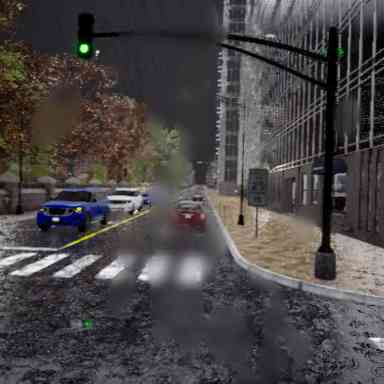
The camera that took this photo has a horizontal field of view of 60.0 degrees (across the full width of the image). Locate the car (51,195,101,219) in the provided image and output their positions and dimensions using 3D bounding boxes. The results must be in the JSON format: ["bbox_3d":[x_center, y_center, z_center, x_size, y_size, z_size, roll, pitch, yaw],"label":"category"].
[{"bbox_3d":[-8.279,0.999,24.164,1.887,1.381,4.507,2,1,2],"label":"car"}]

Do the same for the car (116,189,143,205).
[{"bbox_3d":[-7.668,0.567,41.198,2.192,1.841,5.009,2,1,2],"label":"car"}]

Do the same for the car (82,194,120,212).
[{"bbox_3d":[-8.078,0.938,29.843,2.008,1.369,4.403,2,1,2],"label":"car"}]

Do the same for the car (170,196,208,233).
[{"bbox_3d":[-0.104,1.204,18.195,1.967,1.590,4.097,2,1,2],"label":"car"}]

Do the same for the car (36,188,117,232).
[{"bbox_3d":[-5.918,0.830,17.458,2.150,2.045,5.566,2,1,2],"label":"car"}]

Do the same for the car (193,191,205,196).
[{"bbox_3d":[0.897,0.991,46.582,1.947,1.339,4.313,2,1,2],"label":"car"}]

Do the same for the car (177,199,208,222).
[{"bbox_3d":[0.093,1.263,23.874,1.947,1.339,4.313,2,1,2],"label":"car"}]

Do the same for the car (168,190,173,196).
[{"bbox_3d":[-6.267,0.310,80.956,1.802,1.307,4.206,2,1,2],"label":"car"}]

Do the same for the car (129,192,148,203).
[{"bbox_3d":[-7.476,0.764,46.880,1.802,1.307,4.206,2,1,2],"label":"car"}]

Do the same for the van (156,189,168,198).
[{"bbox_3d":[-6.662,0.227,69.595,1.690,1.788,3.998,2,1,2],"label":"van"}]

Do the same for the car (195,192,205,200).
[{"bbox_3d":[1.508,0.728,63.786,1.752,1.417,4.829,2,1,2],"label":"car"}]

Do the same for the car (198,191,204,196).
[{"bbox_3d":[2.507,0.392,92.004,1.802,1.307,4.206,2,1,2],"label":"car"}]

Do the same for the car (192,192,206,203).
[{"bbox_3d":[1.102,0.793,52.258,1.967,1.590,4.097,2,1,2],"label":"car"}]

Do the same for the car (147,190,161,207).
[{"bbox_3d":[-5.178,0.839,38.261,1.882,1.535,5.008,2,1,2],"label":"car"}]

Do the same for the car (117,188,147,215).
[{"bbox_3d":[-5.549,0.706,27.822,2.150,2.045,5.566,2,1,2],"label":"car"}]
